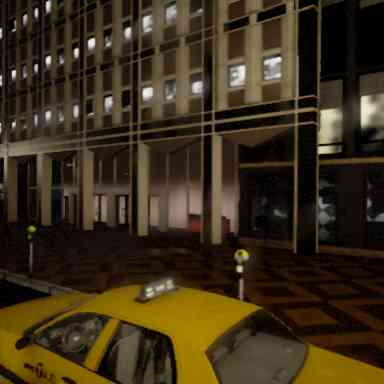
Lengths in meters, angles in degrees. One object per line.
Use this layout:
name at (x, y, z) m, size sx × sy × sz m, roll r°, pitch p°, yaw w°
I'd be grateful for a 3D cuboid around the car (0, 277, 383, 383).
car at (-0.539, 1.520, 3.255) m, size 4.829 × 1.417 × 1.752 m, roll 0°, pitch 0°, yaw 36°
